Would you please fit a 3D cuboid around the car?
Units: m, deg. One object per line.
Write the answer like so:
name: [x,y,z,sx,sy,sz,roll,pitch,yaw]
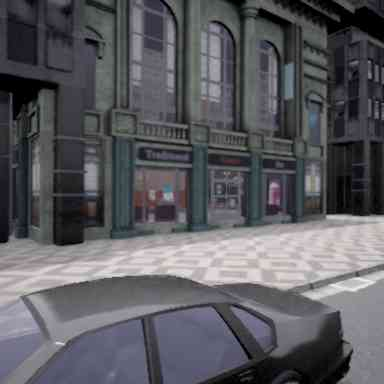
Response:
car: [-0.789,1.549,2.807,5.357,1.411,2.033,0,0,-35]
